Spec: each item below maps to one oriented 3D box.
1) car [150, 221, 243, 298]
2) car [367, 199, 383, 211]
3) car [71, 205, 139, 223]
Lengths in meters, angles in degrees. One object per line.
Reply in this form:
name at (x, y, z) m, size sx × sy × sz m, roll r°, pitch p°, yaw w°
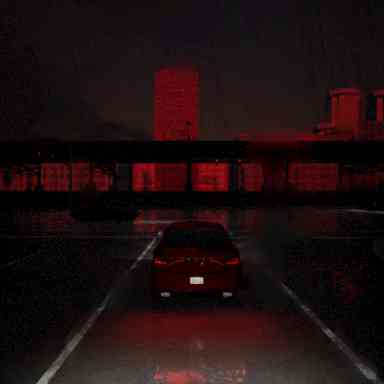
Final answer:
car at (0.091, 1.478, 8.592) m, size 1.882 × 1.535 × 5.008 m, roll 0°, pitch 0°, yaw 0°
car at (22.714, 1.403, 38.390) m, size 4.674 × 1.442 × 1.812 m, roll -1°, pitch 0°, yaw 1°
car at (-6.426, 1.593, 24.961) m, size 4.718 × 1.301 × 1.895 m, roll 0°, pitch 0°, yaw 2°
